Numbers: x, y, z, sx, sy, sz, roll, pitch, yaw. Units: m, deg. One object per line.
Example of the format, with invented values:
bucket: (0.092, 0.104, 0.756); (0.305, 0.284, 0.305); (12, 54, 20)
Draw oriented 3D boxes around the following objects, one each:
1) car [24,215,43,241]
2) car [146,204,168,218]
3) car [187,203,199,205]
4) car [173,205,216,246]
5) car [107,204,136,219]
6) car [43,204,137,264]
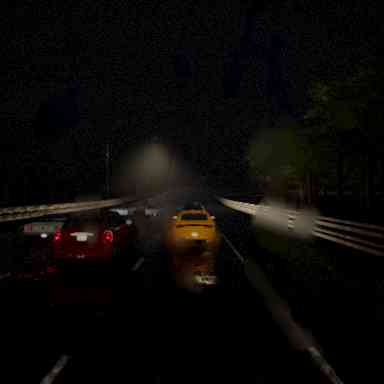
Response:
car: (-6.904, 1.763, 17.748); (1.895, 1.301, 4.718); (0, 0, 0)
car: (-3.406, 1.872, 33.243); (1.895, 1.301, 4.718); (0, 0, 0)
car: (0.093, 1.847, 35.178); (1.994, 1.385, 4.181); (0, 0, 0)
car: (0.096, 1.627, 16.200); (1.882, 1.535, 5.008); (0, -1, 0)
car: (-6.905, 1.872, 33.245); (1.895, 1.301, 4.718); (0, 0, 0)
car: (-3.404, 1.469, 12.423); (2.097, 1.767, 4.553); (0, -1, 0)
